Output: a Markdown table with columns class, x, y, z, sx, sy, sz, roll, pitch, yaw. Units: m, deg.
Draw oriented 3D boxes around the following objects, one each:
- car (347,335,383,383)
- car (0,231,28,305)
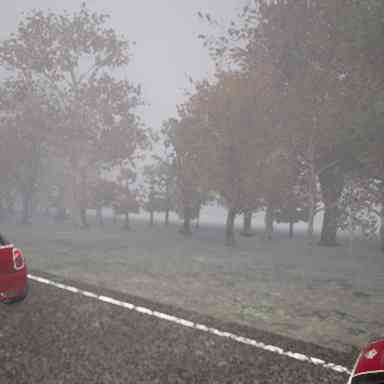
| class | x | y | z | sx | sy | sz | roll | pitch | yaw |
| --- | --- | --- | --- | --- | --- | --- | --- | --- | --- |
| car | 3.104 | 1.369 | 1.484 | 4.553 | 1.767 | 2.097 | 1 | 0 | 35 |
| car | -5.330 | 1.273 | 6.694 | 4.553 | 1.767 | 2.097 | 1 | 0 | 36 |
